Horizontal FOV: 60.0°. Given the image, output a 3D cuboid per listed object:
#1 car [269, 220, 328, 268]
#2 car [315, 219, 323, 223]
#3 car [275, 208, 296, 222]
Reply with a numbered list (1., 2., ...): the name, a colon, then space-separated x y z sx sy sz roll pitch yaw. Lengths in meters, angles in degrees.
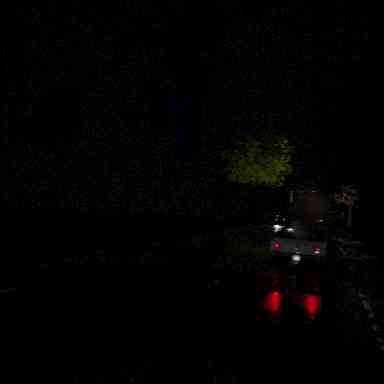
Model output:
1. car: 4.328 2.019 13.180 1.895 1.301 4.718 3 -1 22
2. car: 34.033 8.037 89.104 1.994 1.385 4.181 3 -4 22
3. car: 11.994 3.126 42.229 2.150 2.045 5.566 3 -2 22
